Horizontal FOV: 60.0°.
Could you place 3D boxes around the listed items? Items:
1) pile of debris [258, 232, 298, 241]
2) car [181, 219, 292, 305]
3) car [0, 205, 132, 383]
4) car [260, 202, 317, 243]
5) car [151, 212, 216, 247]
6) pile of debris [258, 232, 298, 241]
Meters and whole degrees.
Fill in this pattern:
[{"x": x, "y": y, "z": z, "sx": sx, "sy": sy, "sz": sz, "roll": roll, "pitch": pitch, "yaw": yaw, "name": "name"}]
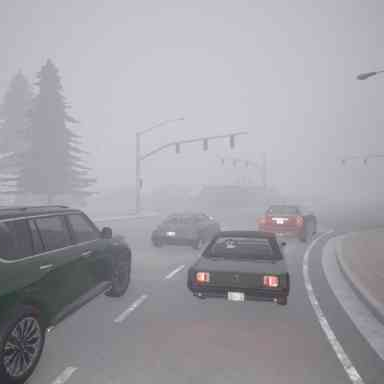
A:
[{"x": 4.206, "y": 2.145, "z": 16.173, "sx": 1.500, "sy": 0.140, "sz": 1.860, "roll": 0, "pitch": 0, "yaw": 29, "name": "pile of debris"}, {"x": 1.336, "y": 1.588, "z": 8.142, "sx": 1.895, "sy": 1.301, "sz": 4.718, "roll": 0, "pitch": 0, "yaw": 14, "name": "car"}, {"x": -2.786, "y": 1.222, "z": 5.546, "sx": 2.150, "sy": 2.045, "sz": 5.566, "roll": 0, "pitch": 0, "yaw": 8, "name": "car"}, {"x": 4.826, "y": 1.320, "z": 16.413, "sx": 2.097, "sy": 1.767, "sz": 4.553, "roll": 0, "pitch": 0, "yaw": 27, "name": "car"}, {"x": -0.107, "y": 1.546, "z": 14.502, "sx": 1.994, "sy": 1.385, "sz": 4.181, "roll": 0, "pitch": 0, "yaw": 20, "name": "car"}, {"x": 4.206, "y": 2.145, "z": 16.173, "sx": 1.500, "sy": 0.140, "sz": 1.860, "roll": 0, "pitch": 0, "yaw": 29, "name": "pile of debris"}]
